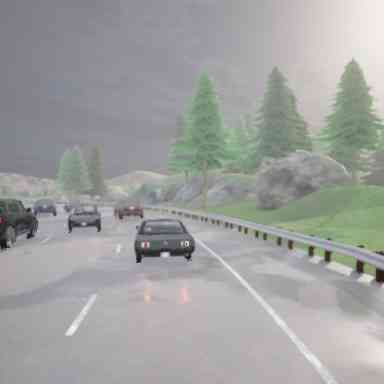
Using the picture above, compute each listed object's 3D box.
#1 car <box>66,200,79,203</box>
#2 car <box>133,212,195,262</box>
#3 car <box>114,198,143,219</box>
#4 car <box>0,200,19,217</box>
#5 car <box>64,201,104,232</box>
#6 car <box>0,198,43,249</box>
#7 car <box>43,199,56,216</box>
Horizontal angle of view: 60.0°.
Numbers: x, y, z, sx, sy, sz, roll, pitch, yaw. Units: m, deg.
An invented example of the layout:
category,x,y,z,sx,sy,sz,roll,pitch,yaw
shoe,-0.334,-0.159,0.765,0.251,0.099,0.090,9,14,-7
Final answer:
category,x,y,z,sx,sy,sz,roll,pitch,yaw
car,-14.018,1.695,39.636,1.994,1.385,4.181,0,0,-27
car,-1.141,1.620,12.288,1.895,1.301,4.718,0,0,-9
car,-5.721,1.417,29.711,2.097,1.767,4.553,0,0,-20
car,-18.839,1.651,33.860,2.128,1.511,4.902,0,0,-26
car,-6.558,1.556,20.675,2.128,1.511,4.902,0,0,-15
car,-8.635,1.294,14.765,2.150,2.045,5.566,0,0,-11
car,-15.215,1.487,34.369,2.097,1.767,4.553,0,0,-24
